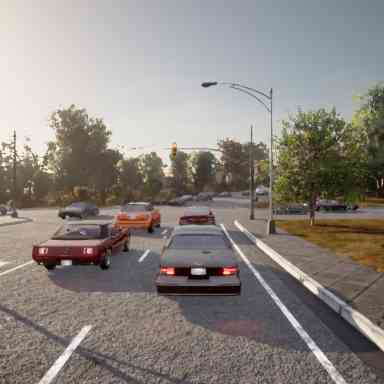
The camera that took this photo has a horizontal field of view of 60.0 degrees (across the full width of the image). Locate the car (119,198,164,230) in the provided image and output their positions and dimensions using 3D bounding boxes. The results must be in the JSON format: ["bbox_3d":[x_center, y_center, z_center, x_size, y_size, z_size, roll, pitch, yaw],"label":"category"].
[{"bbox_3d":[-3.139,1.397,20.119,2.097,1.767,4.553,0,0,2],"label":"car"}]

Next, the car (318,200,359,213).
[{"bbox_3d":[16.122,1.646,37.750,4.718,1.301,1.895,-1,0,4],"label":"car"}]

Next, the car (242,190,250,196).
[{"bbox_3d":[14.325,0.261,84.722,2.128,1.511,4.902,0,3,33],"label":"car"}]

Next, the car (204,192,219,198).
[{"bbox_3d":[4.748,0.755,82.103,1.895,1.301,4.718,0,3,28],"label":"car"}]

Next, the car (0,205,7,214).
[{"bbox_3d":[-21.556,1.708,32.850,4.902,1.511,2.128,-1,0,4],"label":"car"}]

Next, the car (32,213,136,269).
[{"bbox_3d":[-3.336,1.618,11.141,1.895,1.301,4.718,0,0,1],"label":"car"}]

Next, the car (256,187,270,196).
[{"bbox_3d":[17.865,0.264,83.797,1.895,1.301,4.718,0,3,33],"label":"car"}]

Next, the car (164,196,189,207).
[{"bbox_3d":[-2.422,1.734,53.804,1.895,1.301,4.718,0,0,14],"label":"car"}]

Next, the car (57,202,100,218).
[{"bbox_3d":[-9.866,1.623,29.460,2.033,1.411,5.357,0,0,4],"label":"car"}]

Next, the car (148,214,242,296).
[{"bbox_3d":[0.143,1.558,8.803,2.033,1.411,5.357,0,0,0],"label":"car"}]

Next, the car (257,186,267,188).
[{"bbox_3d":[20.017,-0.763,93.200,2.150,2.045,5.566,0,3,38],"label":"car"}]

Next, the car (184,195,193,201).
[{"bbox_3d":[-1.095,1.345,69.411,1.812,1.442,4.674,0,2,21],"label":"car"}]

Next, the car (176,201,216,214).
[{"bbox_3d":[0.330,1.518,18.550,1.882,1.535,5.008,0,0,2],"label":"car"}]

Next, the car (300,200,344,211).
[{"bbox_3d":[16.053,1.661,41.261,4.718,1.301,1.895,-1,0,4],"label":"car"}]

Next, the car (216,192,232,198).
[{"bbox_3d":[8.111,0.662,80.948,2.033,1.411,5.357,0,3,28],"label":"car"}]

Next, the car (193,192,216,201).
[{"bbox_3d":[2.619,0.994,69.259,2.150,2.045,5.566,0,2,21],"label":"car"}]

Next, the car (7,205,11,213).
[{"bbox_3d":[-22.426,1.745,36.396,4.902,1.511,2.128,-1,0,2],"label":"car"}]

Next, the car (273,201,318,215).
[{"bbox_3d":[10.425,1.648,34.539,4.181,1.385,1.994,0,0,7],"label":"car"}]
